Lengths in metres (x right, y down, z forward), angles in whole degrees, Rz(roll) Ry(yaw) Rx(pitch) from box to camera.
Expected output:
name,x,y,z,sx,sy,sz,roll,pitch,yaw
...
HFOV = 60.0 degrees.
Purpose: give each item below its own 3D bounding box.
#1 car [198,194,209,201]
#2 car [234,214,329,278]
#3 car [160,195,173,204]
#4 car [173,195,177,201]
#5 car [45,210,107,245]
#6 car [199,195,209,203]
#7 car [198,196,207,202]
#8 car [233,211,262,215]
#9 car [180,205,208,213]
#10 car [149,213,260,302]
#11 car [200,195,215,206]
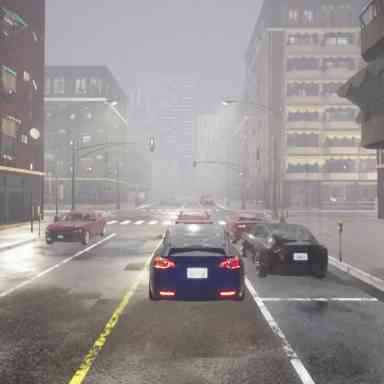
name,x,y,z,sx,sy,sz,roll,pitch,yaw
car,2.602,1.357,63.630,2.192,1.841,5.009,1,0,0
car,2.572,1.568,9.957,1.947,1.339,4.313,1,0,0
car,-5.330,1.595,65.052,2.008,1.369,4.403,1,0,0
car,-5.316,1.621,87.810,1.887,1.381,4.507,1,0,0
car,-5.275,1.549,15.599,1.887,1.381,4.507,1,0,0
car,2.567,1.491,70.753,1.967,1.590,4.097,1,0,0
car,2.565,1.633,82.132,1.947,1.339,4.313,1,0,0
car,2.572,1.549,15.628,1.887,1.381,4.507,1,0,0
car,0.093,1.606,18.063,1.895,1.301,4.718,0,0,0
car,0.100,1.506,8.340,2.163,1.488,4.792,0,0,0
car,2.698,1.576,53.684,1.887,1.381,4.507,1,0,0
